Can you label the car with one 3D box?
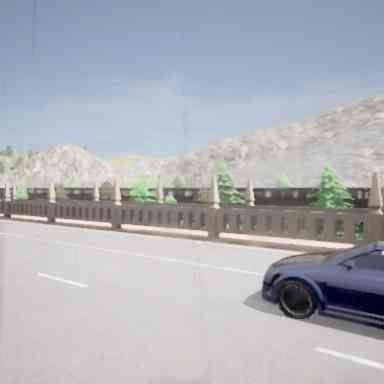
[{"bbox_3d":[3.394,1.560,5.871,4.181,1.385,1.994,1,0,36],"label":"car"}]
